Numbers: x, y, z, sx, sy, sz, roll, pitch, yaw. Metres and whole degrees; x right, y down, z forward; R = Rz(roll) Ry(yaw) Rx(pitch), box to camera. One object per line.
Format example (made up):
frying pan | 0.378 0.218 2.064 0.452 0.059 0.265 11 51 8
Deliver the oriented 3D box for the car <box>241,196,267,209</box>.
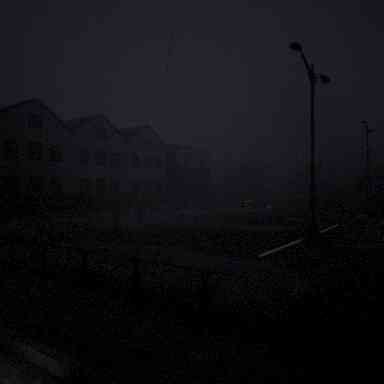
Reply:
car | 7.975 1.313 42.816 1.837 1.490 4.892 0 0 35

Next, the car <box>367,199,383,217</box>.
car | 15.420 1.298 26.809 2.007 1.523 4.514 0 0 35
